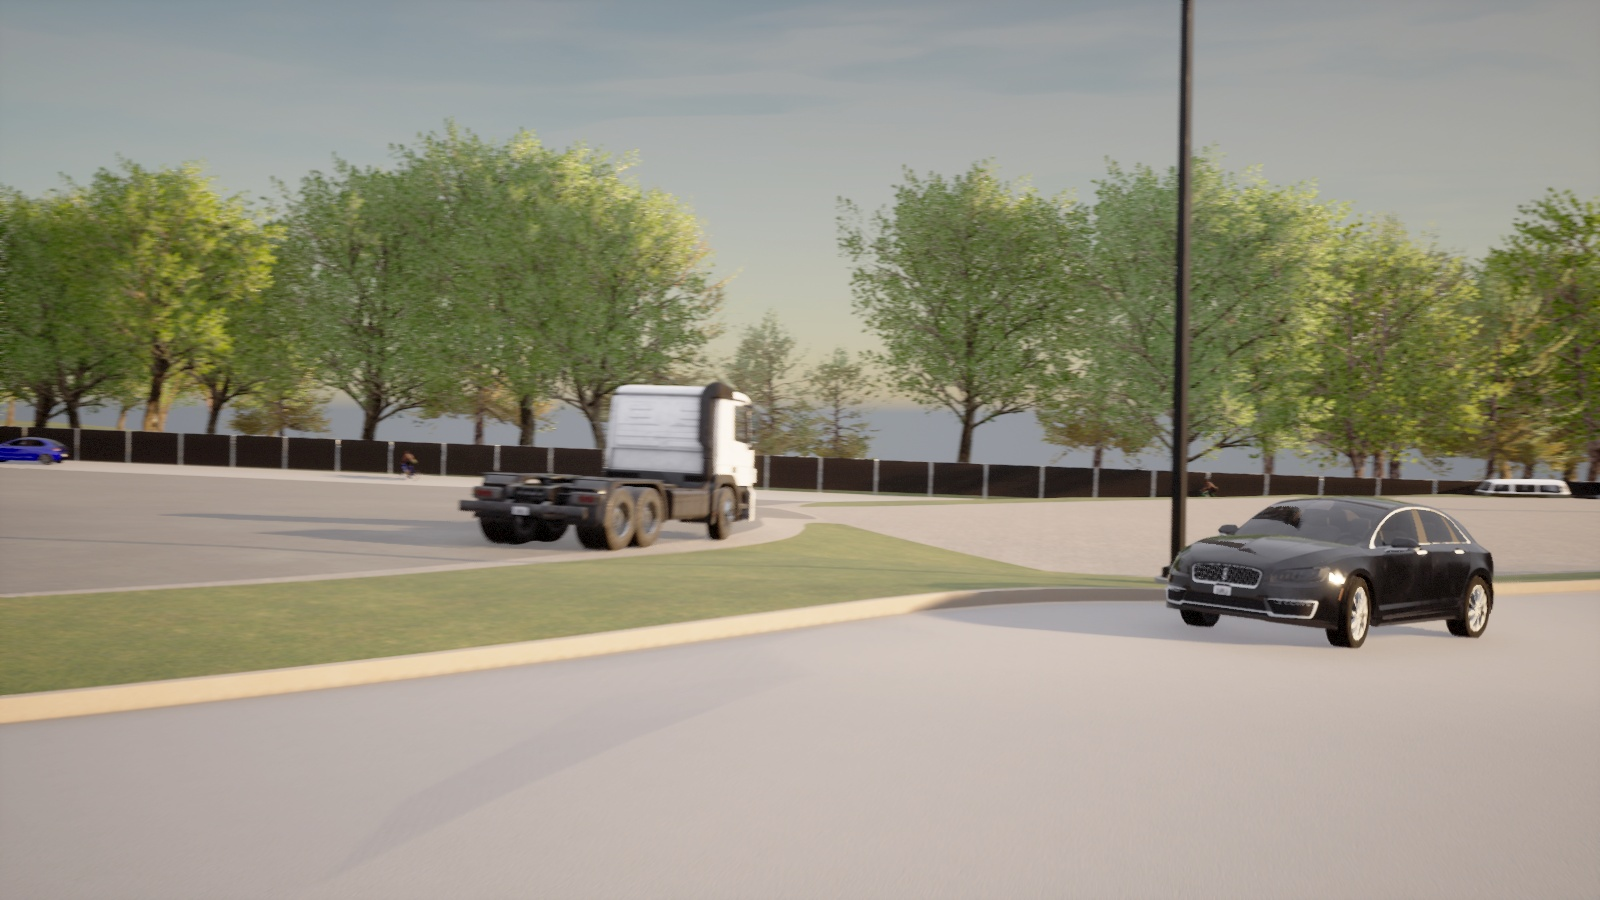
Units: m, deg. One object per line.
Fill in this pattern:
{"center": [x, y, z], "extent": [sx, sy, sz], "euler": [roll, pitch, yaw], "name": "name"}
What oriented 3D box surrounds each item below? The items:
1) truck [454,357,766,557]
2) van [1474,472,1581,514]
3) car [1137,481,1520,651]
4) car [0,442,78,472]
{"center": [-3.543, 0.185, 26.137], "extent": [2.891, 3.462, 7.936], "euler": [2, -1, 20], "name": "truck"}
{"center": [39.061, 2.280, 67.545], "extent": [4.480, 2.038, 2.069], "euler": [1, 2, 10], "name": "van"}
{"center": [5.959, 1.218, 13.825], "extent": [4.892, 1.490, 1.837], "euler": [4, -2, -41], "name": "car"}
{"center": [-42.927, 0.374, 70.059], "extent": [4.193, 1.474, 1.816], "euler": [1, 2, -9], "name": "car"}
